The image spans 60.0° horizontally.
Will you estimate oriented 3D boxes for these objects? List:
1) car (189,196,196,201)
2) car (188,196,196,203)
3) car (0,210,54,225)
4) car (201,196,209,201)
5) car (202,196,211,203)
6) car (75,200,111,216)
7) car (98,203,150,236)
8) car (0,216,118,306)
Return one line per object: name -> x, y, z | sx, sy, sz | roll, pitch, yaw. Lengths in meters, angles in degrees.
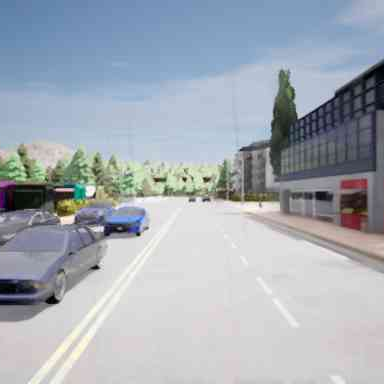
car -> 0.075, 1.852, 90.910 | 1.895, 1.301, 4.718 | 0, 0, 0
car -> 0.067, 1.815, 80.833 | 2.128, 1.511, 4.902 | 0, 0, 0
car -> -7.083, 1.546, 13.882 | 2.128, 1.511, 4.902 | 0, 0, 0
car -> 3.575, 1.791, 90.834 | 2.033, 1.411, 5.357 | 0, 0, 0
car -> 3.566, 1.786, 80.445 | 1.837, 1.490, 4.892 | 0, 0, 0
car -> -7.030, 1.447, 24.672 | 2.097, 1.767, 4.553 | 0, 0, 1
car -> -3.567, 1.549, 19.005 | 1.882, 1.535, 5.008 | 0, 0, 0
car -> -3.595, 1.581, 8.515 | 2.033, 1.411, 5.357 | 0, 0, 0
